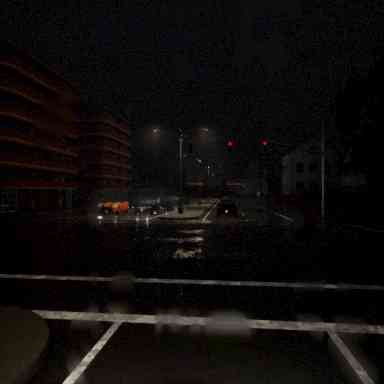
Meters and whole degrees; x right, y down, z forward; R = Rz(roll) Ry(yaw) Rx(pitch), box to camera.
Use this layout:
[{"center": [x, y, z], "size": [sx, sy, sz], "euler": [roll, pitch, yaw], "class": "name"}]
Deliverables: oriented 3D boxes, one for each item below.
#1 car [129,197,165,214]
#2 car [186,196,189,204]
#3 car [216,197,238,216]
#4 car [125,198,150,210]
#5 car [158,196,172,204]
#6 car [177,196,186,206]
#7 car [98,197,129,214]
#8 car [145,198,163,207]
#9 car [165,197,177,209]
[{"center": [-4.628, 1.489, 34.777], "size": [2.128, 1.511, 4.902], "euler": [0, 0, 6], "class": "car"}, {"center": [-1.682, 1.500, 63.022], "size": [1.837, 1.490, 4.892], "euler": [0, 0, 7], "class": "car"}, {"center": [3.417, 1.502, 32.780], "size": [1.837, 1.490, 4.892], "euler": [0, 0, 6], "class": "car"}, {"center": [-7.157, 1.542, 44.343], "size": [2.033, 1.411, 5.357], "euler": [0, 0, 5], "class": "car"}, {"center": [-5.114, 1.559, 63.856], "size": [1.994, 1.385, 4.181], "euler": [0, 0, 6], "class": "car"}, {"center": [-2.727, 1.487, 53.119], "size": [2.128, 1.511, 4.902], "euler": [0, 0, 6], "class": "car"}, {"center": [-8.146, 1.349, 34.810], "size": [2.097, 1.767, 4.553], "euler": [0, 0, 6], "class": "car"}, {"center": [-6.167, 1.596, 53.881], "size": [1.895, 1.301, 4.718], "euler": [0, 0, 6], "class": "car"}, {"center": [-3.670, 1.597, 44.071], "size": [1.895, 1.301, 4.718], "euler": [0, 0, 6], "class": "car"}]
